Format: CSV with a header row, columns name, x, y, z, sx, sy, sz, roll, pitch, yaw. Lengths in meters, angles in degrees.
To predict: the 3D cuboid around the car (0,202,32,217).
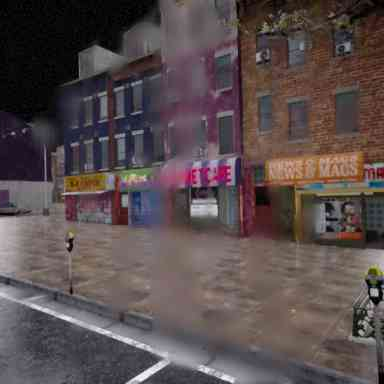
name,x,y,z,sx,sy,sz,roll,pitch,yaw
car,-17.569,1.620,30.227,2.033,1.411,5.357,-2,-1,39
